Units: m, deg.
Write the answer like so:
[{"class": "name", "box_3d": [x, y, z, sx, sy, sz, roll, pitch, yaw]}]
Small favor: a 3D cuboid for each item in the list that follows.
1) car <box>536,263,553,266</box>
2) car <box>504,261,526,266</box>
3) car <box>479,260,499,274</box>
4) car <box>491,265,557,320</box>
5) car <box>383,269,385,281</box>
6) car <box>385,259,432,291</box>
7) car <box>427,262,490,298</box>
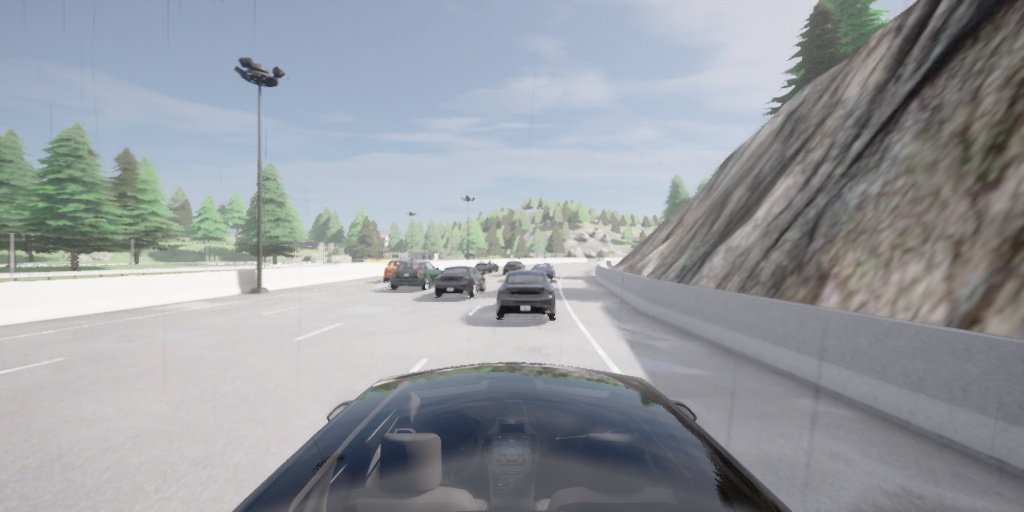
[{"class": "car", "box_3d": [2.747, 1.298, 31.694, 1.994, 1.385, 4.181, 0, 0, 9]}, {"class": "car", "box_3d": [0.317, 1.232, 37.804, 1.837, 1.490, 4.892, 0, 0, 11]}, {"class": "car", "box_3d": [-2.751, 1.213, 40.241, 2.128, 1.511, 4.902, 0, 0, 12]}, {"class": "car", "box_3d": [0.525, 1.248, 12.701, 1.837, 1.490, 4.892, 0, 0, 3]}, {"class": "car", "box_3d": [-8.353, 1.074, 28.613, 2.097, 1.767, 4.553, 0, 0, 8]}, {"class": "car", "box_3d": [-5.664, 1.082, 22.089, 2.097, 1.767, 4.553, 0, 0, 6]}, {"class": "car", "box_3d": [-2.532, 1.241, 18.354, 1.837, 1.490, 4.892, 0, 0, 5]}]
